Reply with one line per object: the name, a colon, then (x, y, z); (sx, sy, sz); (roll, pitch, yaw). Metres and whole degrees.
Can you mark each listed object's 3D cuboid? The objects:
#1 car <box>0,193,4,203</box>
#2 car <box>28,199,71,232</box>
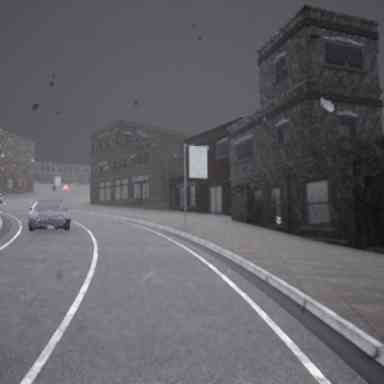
car: (-31.627, 0.815, 53.476); (2.097, 1.767, 4.553); (2, 0, -25)
car: (-8.431, 1.264, 19.574); (2.097, 1.767, 4.553); (1, 0, -27)
